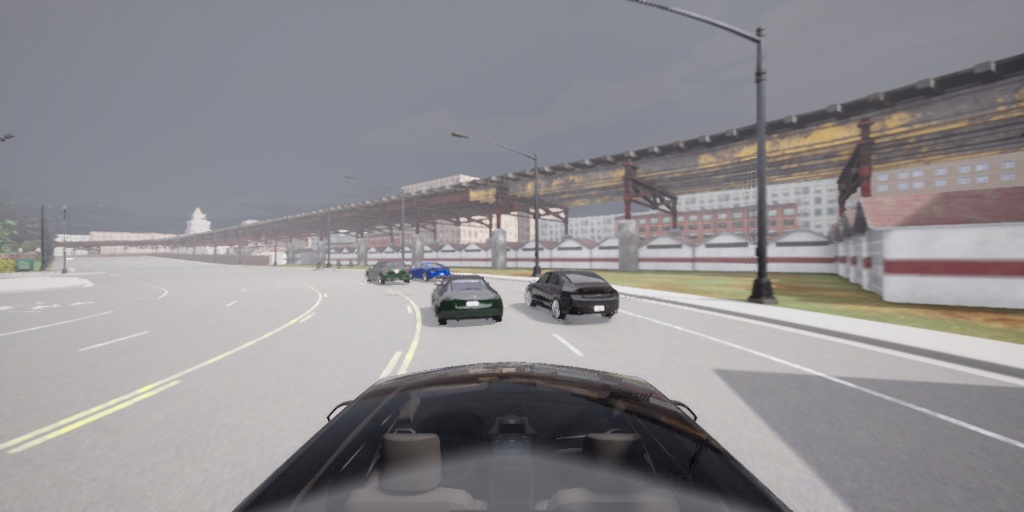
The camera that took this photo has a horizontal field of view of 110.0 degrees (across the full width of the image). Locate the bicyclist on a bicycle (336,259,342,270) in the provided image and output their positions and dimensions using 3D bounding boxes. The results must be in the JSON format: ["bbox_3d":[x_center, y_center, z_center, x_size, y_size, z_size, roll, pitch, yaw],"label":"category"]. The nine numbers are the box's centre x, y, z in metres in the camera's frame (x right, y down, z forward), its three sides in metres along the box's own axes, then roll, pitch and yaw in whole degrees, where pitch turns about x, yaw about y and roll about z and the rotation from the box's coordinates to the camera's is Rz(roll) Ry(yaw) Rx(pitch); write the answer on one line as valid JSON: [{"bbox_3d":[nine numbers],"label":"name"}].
[{"bbox_3d":[-25.079,1.187,51.834,0.582,1.620,1.656,-1,0,-42],"label":"bicyclist on a bicycle"}]

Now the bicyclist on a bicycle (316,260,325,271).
[{"bbox_3d":[-28.417,1.364,53.186,1.656,1.620,0.582,0,0,12],"label":"bicyclist on a bicycle"}]

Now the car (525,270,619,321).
[{"bbox_3d":[1.876,1.228,12.516,1.837,1.490,4.892,0,0,-14],"label":"car"}]

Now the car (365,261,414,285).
[{"bbox_3d":[-9.489,1.145,27.088,2.097,1.767,4.553,-1,0,-38],"label":"car"}]

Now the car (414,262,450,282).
[{"bbox_3d":[-6.917,1.248,29.481,1.882,1.535,5.008,0,0,-38],"label":"car"}]

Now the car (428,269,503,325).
[{"bbox_3d":[-1.631,1.314,12.050,1.994,1.385,4.181,0,0,-15],"label":"car"}]

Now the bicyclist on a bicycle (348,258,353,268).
[{"bbox_3d":[-26.163,1.188,58.064,1.656,1.620,0.582,-1,0,38],"label":"bicyclist on a bicycle"}]
